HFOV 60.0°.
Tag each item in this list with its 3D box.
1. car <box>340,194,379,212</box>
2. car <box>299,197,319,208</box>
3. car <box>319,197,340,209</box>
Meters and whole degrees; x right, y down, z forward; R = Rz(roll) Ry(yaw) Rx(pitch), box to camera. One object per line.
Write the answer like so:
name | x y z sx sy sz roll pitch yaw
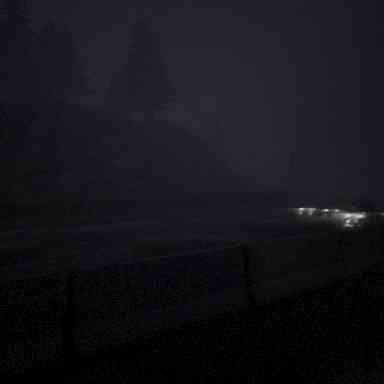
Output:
car | 17.563 1.258 34.646 2.128 1.511 4.902 -1 0 41
car | 15.538 1.387 43.212 1.994 1.385 4.181 -1 0 39
car | 17.572 1.327 40.064 2.033 1.411 5.357 -1 0 40
